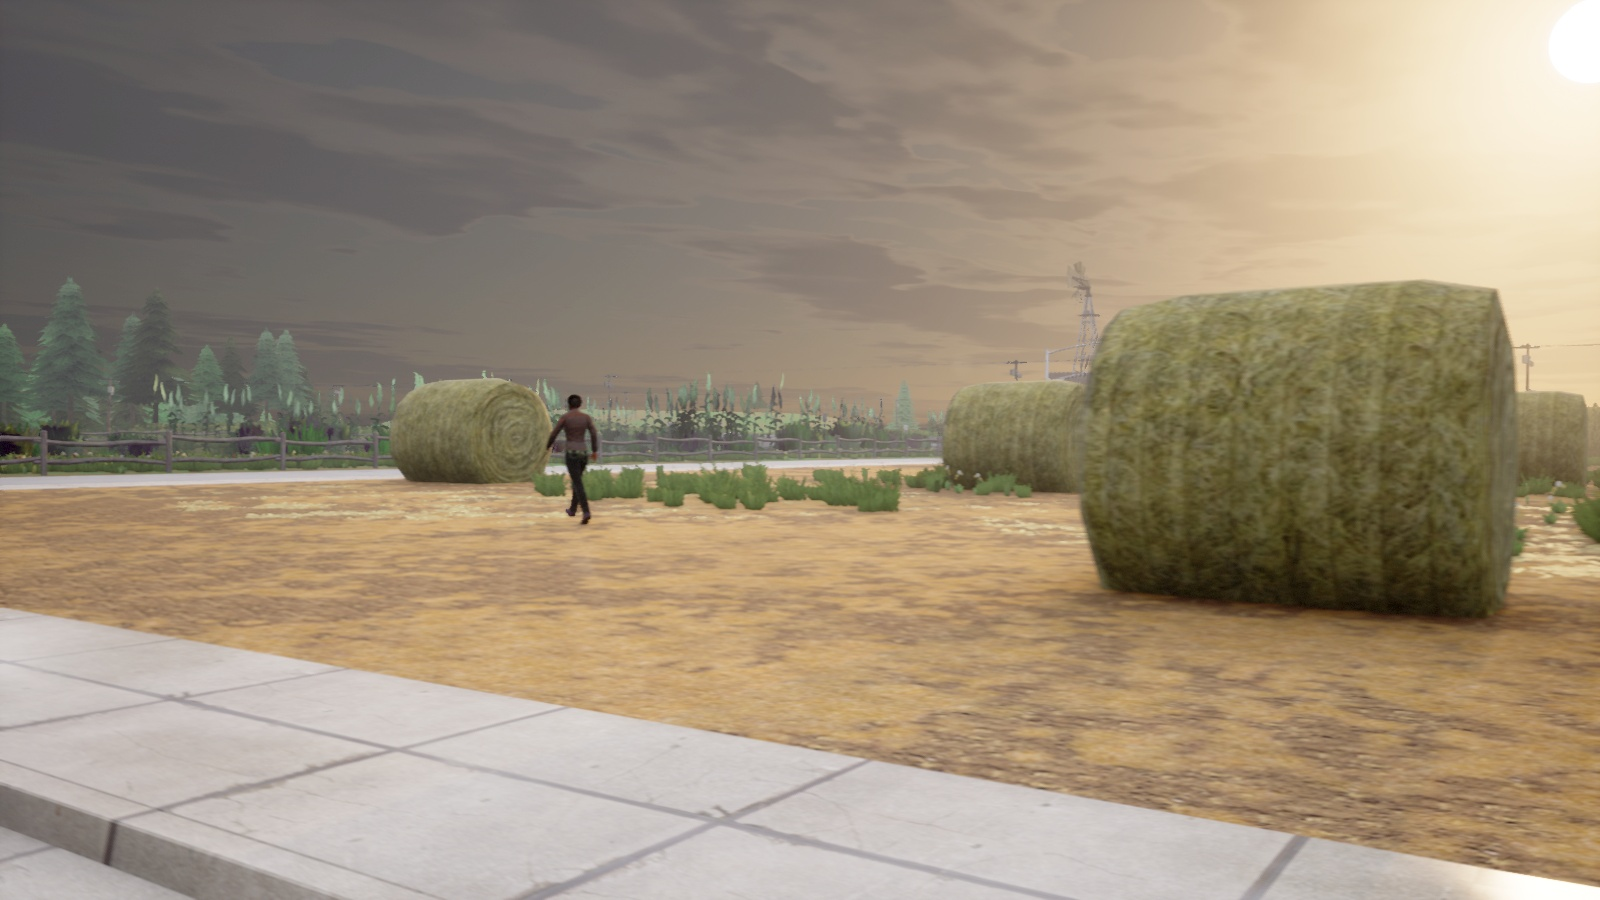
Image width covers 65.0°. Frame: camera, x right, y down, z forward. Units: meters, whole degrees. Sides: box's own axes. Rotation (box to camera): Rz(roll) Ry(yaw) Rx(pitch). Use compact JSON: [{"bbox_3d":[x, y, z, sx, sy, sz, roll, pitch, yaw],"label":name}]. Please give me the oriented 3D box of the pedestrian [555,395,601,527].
[{"bbox_3d":[-3.122,0.144,17.650,0.328,1.805,0.869,-1,1,-31],"label":"pedestrian"}]
